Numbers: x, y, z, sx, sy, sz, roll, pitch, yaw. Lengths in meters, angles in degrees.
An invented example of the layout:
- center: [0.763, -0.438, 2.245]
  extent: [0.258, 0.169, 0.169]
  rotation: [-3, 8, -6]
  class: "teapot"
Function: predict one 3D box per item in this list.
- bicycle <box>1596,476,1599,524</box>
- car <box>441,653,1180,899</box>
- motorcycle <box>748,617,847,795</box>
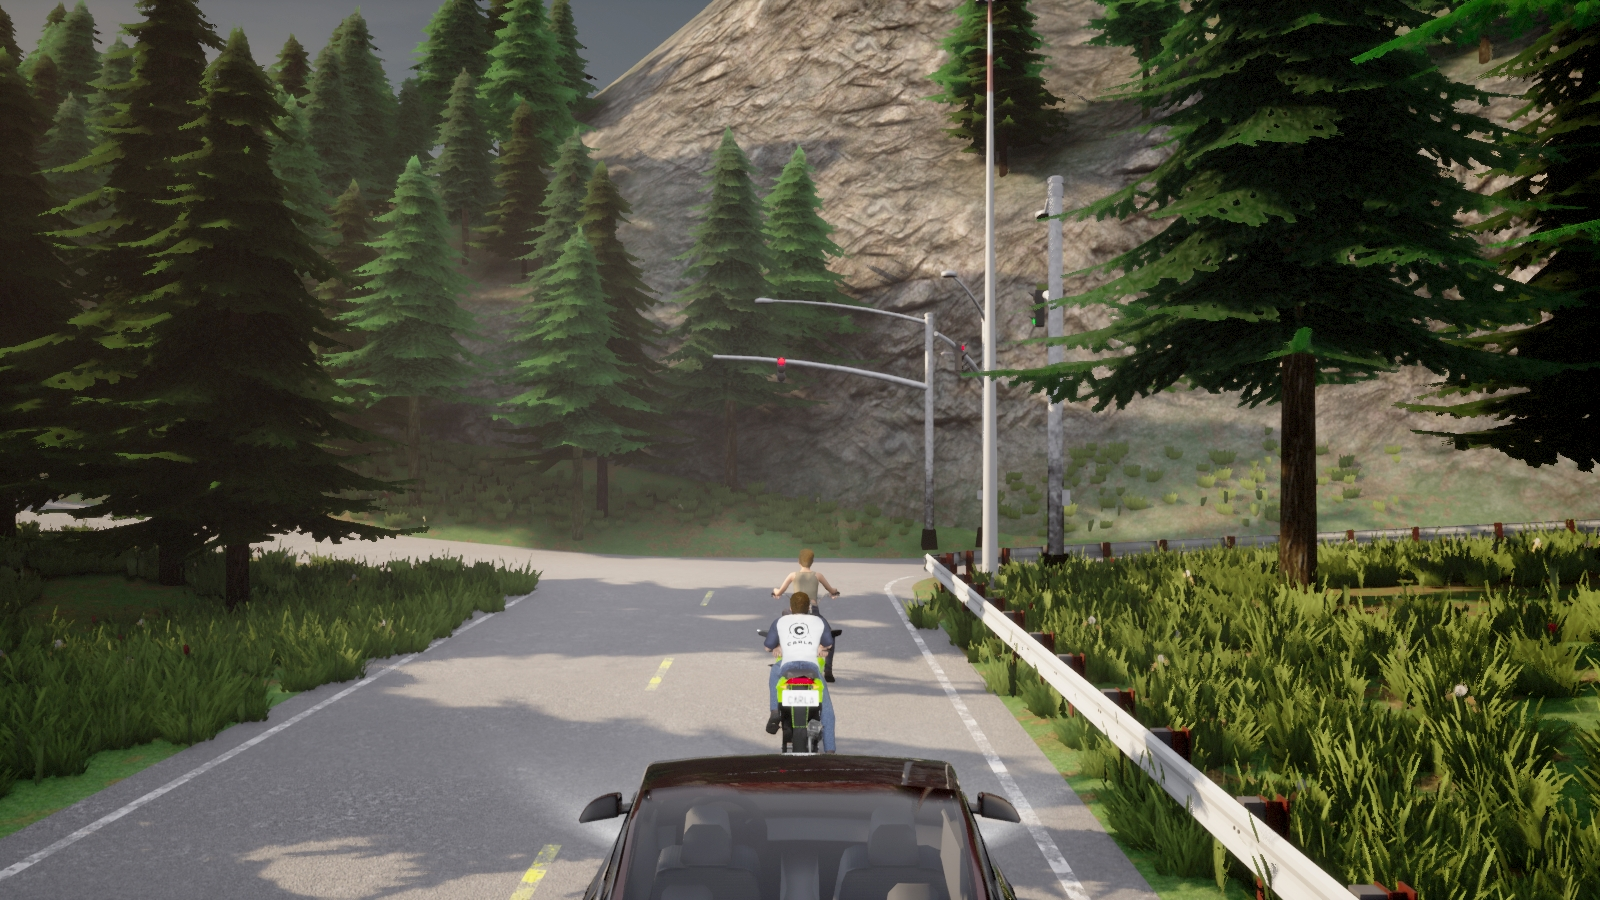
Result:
- center: [21.727, 1.355, 29.474]
  extent: [1.835, 1.471, 0.329]
  rotation: [-5, -2, 26]
  class: "bicycle"
- center: [0.029, 2.063, 5.012]
  extent: [2.163, 1.488, 4.792]
  rotation: [0, 0, 0]
  class: "car"
- center: [-0.020, 2.213, 10.238]
  extent: [0.803, 1.145, 2.033]
  rotation: [0, 0, 0]
  class: "motorcycle"
